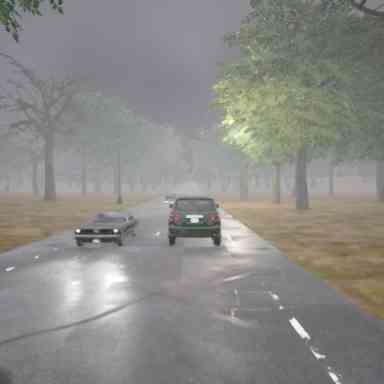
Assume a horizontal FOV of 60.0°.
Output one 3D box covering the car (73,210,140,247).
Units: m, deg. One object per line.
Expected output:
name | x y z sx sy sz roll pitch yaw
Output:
car | -3.599 1.525 14.748 1.895 1.301 4.718 0 1 0

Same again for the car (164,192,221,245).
car | 0.103 1.140 15.343 2.150 2.045 5.566 0 1 0

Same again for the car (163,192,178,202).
car | -3.544 0.757 55.948 2.033 1.411 5.357 0 1 1

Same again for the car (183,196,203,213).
car | 0.092 1.167 33.301 1.812 1.442 4.674 0 1 0
